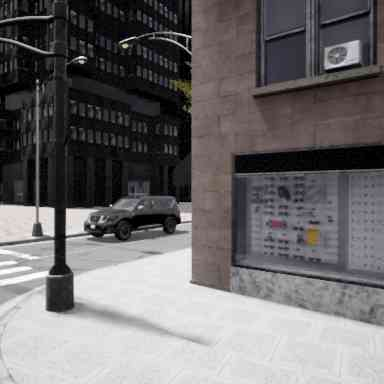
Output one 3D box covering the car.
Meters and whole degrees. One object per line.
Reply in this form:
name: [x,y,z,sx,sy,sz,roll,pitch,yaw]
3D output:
car: [-2.879,1.241,17.457,2.150,2.045,5.566,0,0,37]
